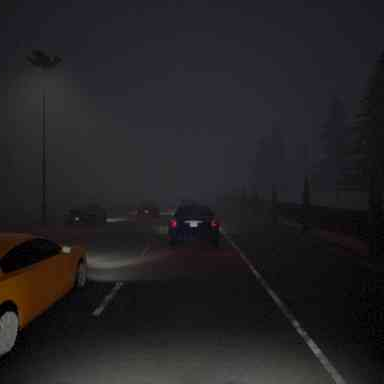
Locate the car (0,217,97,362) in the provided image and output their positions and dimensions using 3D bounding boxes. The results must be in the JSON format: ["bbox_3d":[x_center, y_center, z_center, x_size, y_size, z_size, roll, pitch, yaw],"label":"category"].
[{"bbox_3d":[-3.399,1.456,5.861,1.882,1.535,5.008,0,0,0],"label":"car"}]

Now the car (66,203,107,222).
[{"bbox_3d":[-7.110,1.444,22.653,1.812,1.442,4.674,0,0,-2],"label":"car"}]

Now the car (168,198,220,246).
[{"bbox_3d":[0.049,1.297,15.112,2.097,1.767,4.553,0,0,-1],"label":"car"}]

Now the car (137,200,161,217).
[{"bbox_3d":[-3.821,1.419,29.709,1.812,1.442,4.674,0,0,-2],"label":"car"}]

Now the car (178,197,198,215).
[{"bbox_3d":[-0.411,1.356,33.730,1.882,1.535,5.008,0,0,-1],"label":"car"}]
